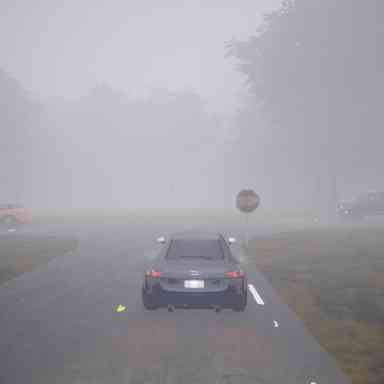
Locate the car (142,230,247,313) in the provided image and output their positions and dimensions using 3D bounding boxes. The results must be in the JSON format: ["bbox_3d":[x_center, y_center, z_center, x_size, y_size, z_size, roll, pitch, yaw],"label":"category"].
[{"bbox_3d":[0.097,1.563,7.764,1.994,1.385,4.181,0,0,2],"label":"car"}]

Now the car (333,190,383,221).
[{"bbox_3d":[13.200,0.924,24.044,5.566,2.045,2.150,-1,1,-1],"label":"car"}]

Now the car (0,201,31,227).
[{"bbox_3d":[-14.382,1.591,24.180,4.553,1.767,2.097,-1,1,0],"label":"car"}]
